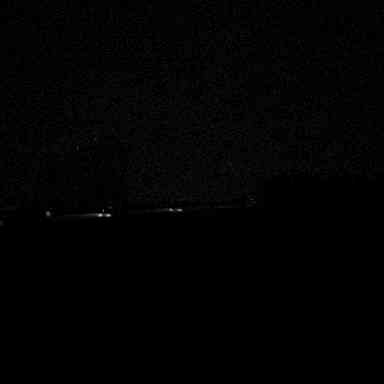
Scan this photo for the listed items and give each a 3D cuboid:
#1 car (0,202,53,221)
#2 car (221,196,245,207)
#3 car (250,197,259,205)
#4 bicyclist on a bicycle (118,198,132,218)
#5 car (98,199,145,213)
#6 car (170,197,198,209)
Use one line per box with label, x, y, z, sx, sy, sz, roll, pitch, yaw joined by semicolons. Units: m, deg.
car;-13.620;1.542;27.243;1.994;1.385;4.181;-1;-1;34
car;6.256;1.394;50.361;1.882;1.535;5.008;-1;-1;36
car;11.958;1.465;58.540;2.128;1.511;4.902;-1;-1;35
bicyclist on a bicycle;-5.672;1.341;28.116;1.656;1.620;0.582;0;0;35
car;-7.470;1.501;35.945;2.033;1.411;5.357;-1;-1;35
car;-1.015;1.471;45.072;1.812;1.442;4.674;-1;-1;36
